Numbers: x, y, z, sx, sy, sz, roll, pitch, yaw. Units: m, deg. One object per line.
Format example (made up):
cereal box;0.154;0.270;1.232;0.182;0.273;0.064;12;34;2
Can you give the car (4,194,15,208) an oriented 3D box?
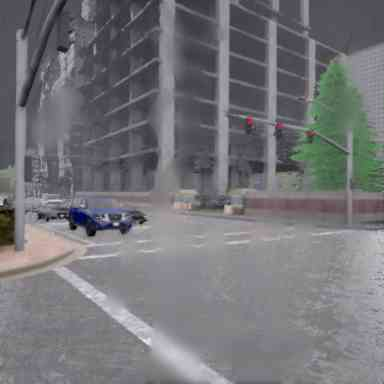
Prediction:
car;-22.815;1.241;42.917;2.150;2.045;5.566;1;0;-36

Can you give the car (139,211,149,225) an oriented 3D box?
car;-5.199;1.609;24.524;2.033;1.411;5.357;1;0;-36

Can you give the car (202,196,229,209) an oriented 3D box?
car;2.961;1.466;47.658;1.905;1.878;3.866;1;0;-36

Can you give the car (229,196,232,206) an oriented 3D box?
car;5.353;1.500;49.370;1.905;1.878;3.866;1;0;-36

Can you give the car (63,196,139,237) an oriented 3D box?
car;-5.303;1.242;18.731;2.150;2.045;5.566;1;0;-34

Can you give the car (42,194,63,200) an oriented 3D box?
car;-17.162;1.282;41.059;2.150;2.045;5.566;1;0;-36

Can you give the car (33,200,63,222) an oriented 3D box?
car;-10.847;1.584;26.333;1.994;1.385;4.181;1;0;-37

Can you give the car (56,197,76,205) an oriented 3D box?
car;-23.566;1.635;62.135;2.128;1.511;4.902;1;0;-36

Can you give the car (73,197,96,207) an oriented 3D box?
car;-17.470;1.635;53.719;2.128;1.511;4.902;1;-1;-36

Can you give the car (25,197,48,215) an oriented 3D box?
car;-16.542;1.545;34.223;1.812;1.442;4.674;1;0;-36

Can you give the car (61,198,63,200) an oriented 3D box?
car;-11.054;1.587;32.623;1.812;1.442;4.674;1;0;-36
